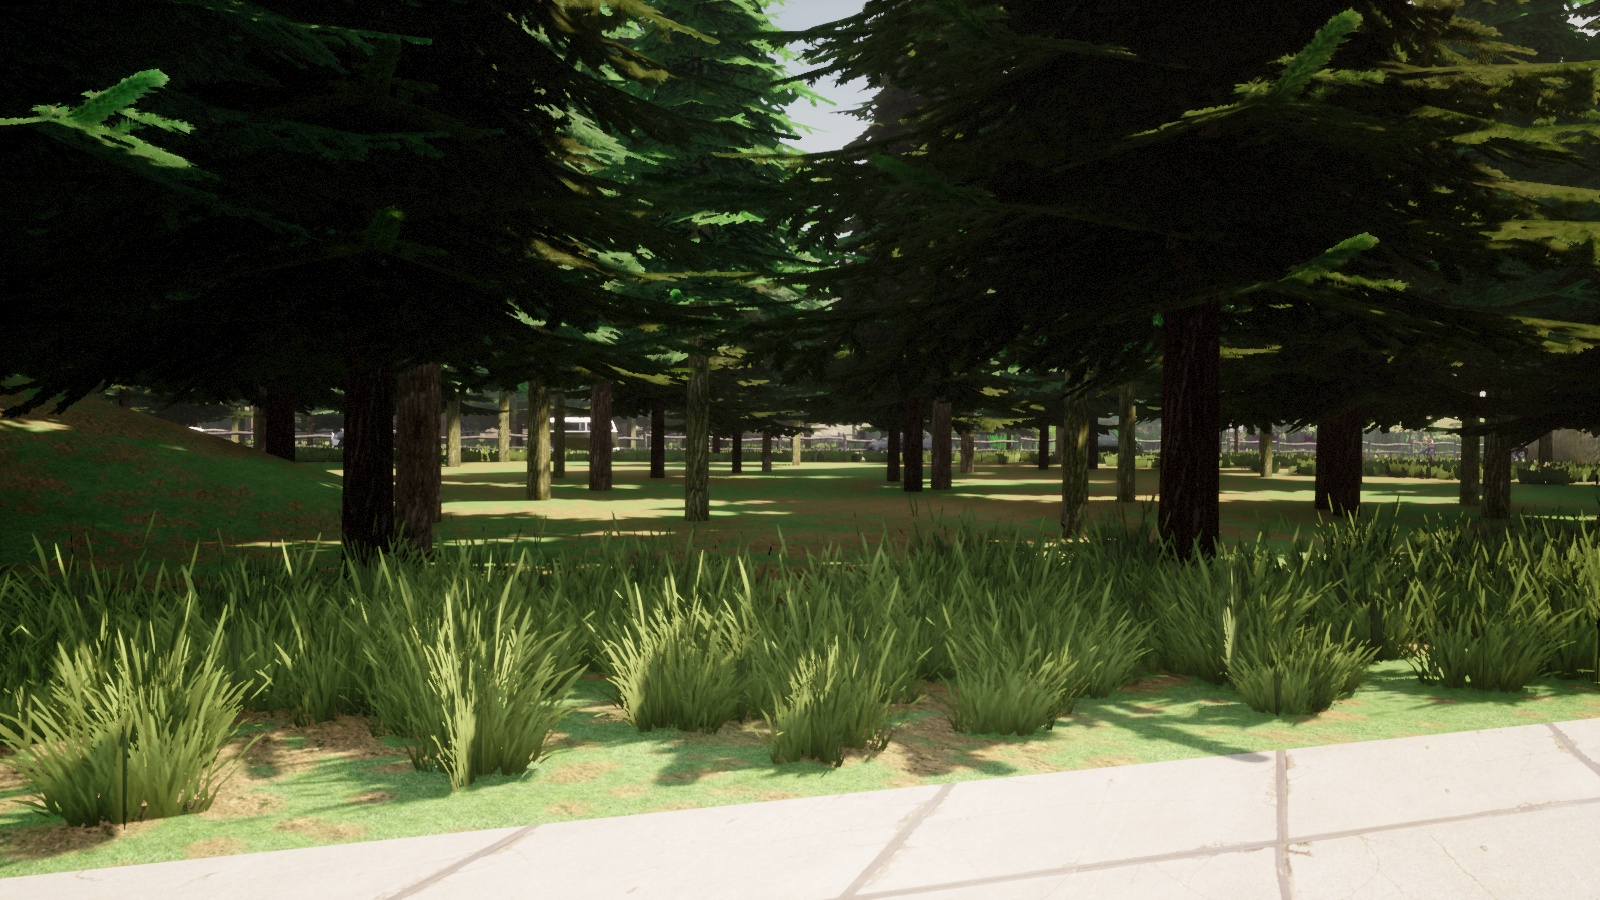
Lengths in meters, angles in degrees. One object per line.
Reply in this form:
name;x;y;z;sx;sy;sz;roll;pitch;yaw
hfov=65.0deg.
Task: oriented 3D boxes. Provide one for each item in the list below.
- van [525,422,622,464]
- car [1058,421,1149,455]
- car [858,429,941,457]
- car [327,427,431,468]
van;-11.461;-0.387;63.432;4.480;2.038;2.069;-1;1;-21
car;16.966;-0.676;70.239;4.553;1.767;2.097;-1;1;-19
car;5.530;-0.393;69.905;4.193;1.474;1.816;-1;1;-20
car;-20.162;-0.146;60.132;4.605;1.855;1.932;-1;1;-21
